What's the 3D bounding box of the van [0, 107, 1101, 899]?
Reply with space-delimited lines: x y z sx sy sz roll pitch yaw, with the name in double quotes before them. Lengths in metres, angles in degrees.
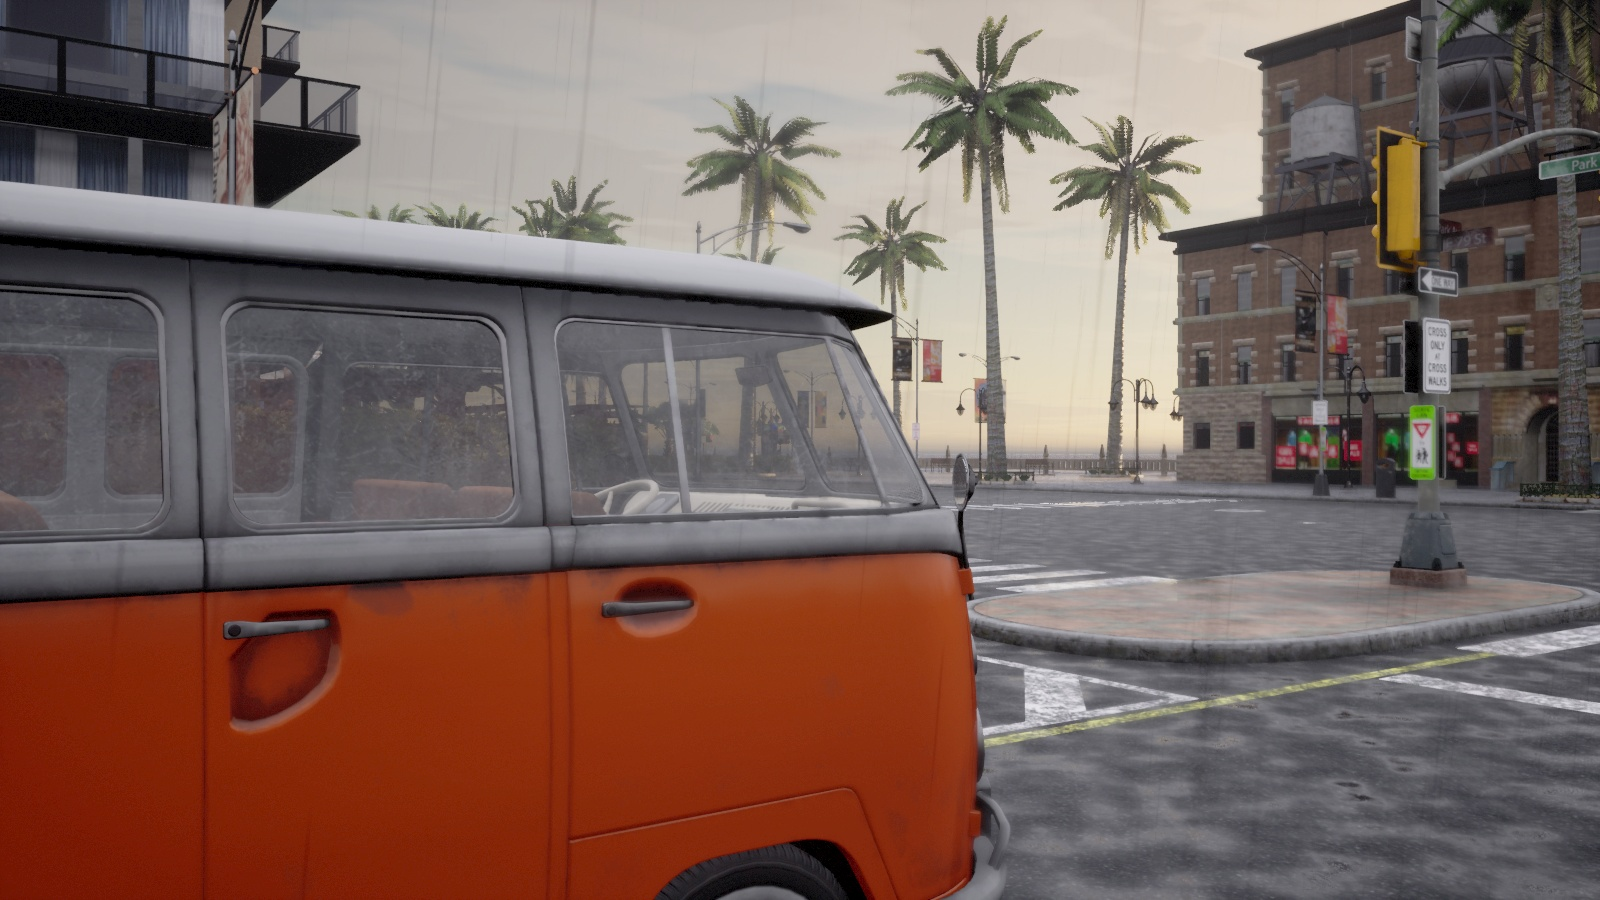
"van" -1.588 0.507 2.554 4.442 1.987 1.775 0 0 -35
